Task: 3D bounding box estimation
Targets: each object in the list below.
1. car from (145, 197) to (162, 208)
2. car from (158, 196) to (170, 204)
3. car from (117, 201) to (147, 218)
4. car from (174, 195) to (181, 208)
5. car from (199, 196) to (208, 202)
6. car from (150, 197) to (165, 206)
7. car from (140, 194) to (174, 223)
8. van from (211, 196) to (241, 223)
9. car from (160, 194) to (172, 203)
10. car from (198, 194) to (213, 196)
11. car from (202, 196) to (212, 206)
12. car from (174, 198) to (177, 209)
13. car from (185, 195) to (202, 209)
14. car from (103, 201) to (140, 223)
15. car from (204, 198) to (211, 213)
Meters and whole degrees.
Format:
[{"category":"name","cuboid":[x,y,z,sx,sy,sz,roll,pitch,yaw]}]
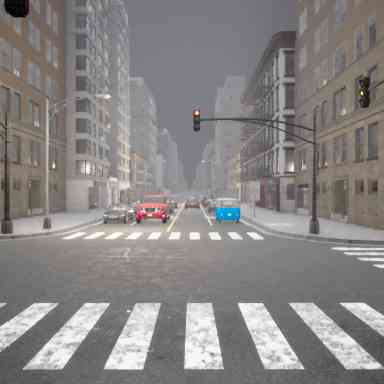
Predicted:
[{"category":"car","cuboid":[-5.447,1.519,47.480,1.752,1.417,4.829,0,0,0]},{"category":"car","cuboid":[-5.468,1.547,64.695,1.947,1.339,4.313,0,0,0]},{"category":"car","cuboid":[-5.426,1.543,30.604,1.887,1.381,4.507,0,0,0]},{"category":"car","cuboid":[-2.892,1.500,45.481,1.837,1.490,4.892,0,0,0]},{"category":"car","cuboid":[2.543,1.524,76.072,2.008,1.369,4.403,0,0,0]},{"category":"car","cuboid":[-5.454,1.556,53.332,1.947,1.339,4.313,0,0,0]},{"category":"car","cuboid":[-2.880,1.220,25.605,2.150,2.045,5.566,0,0,0]},{"category":"van","cuboid":[2.605,1.340,24.941,1.690,1.788,3.998,0,0,0]},{"category":"car","cuboid":[-5.475,1.292,70.377,2.192,1.841,5.009,0,0,0]},{"category":"car","cuboid":[2.571,1.305,53.348,2.192,1.841,5.009,0,0,0]},{"category":"car","cuboid":[2.578,1.576,47.666,1.802,1.307,4.206,0,0,0]},{"category":"car","cuboid":[-2.896,1.599,35.421,1.895,1.301,4.718,0,0,0]},{"category":"car","cuboid":[0.034,1.558,46.535,1.994,1.385,4.181,0,0,0]},{"category":"car","cuboid":[-5.420,1.549,24.923,2.008,1.369,4.403,0,0,0]},{"category":"car","cuboid":[2.592,1.580,36.303,1.802,1.307,4.206,0,0,0]}]
